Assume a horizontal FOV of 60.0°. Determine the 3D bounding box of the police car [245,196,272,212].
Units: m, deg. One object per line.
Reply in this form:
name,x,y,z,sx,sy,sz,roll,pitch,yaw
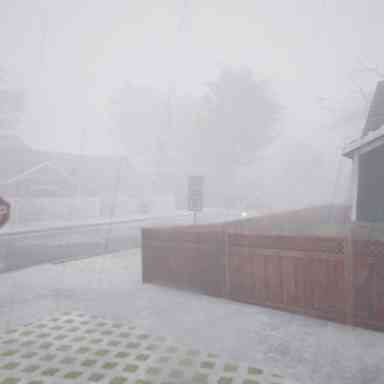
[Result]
police car,7.713,1.310,38.367,1.930,1.638,5.238,3,1,30
